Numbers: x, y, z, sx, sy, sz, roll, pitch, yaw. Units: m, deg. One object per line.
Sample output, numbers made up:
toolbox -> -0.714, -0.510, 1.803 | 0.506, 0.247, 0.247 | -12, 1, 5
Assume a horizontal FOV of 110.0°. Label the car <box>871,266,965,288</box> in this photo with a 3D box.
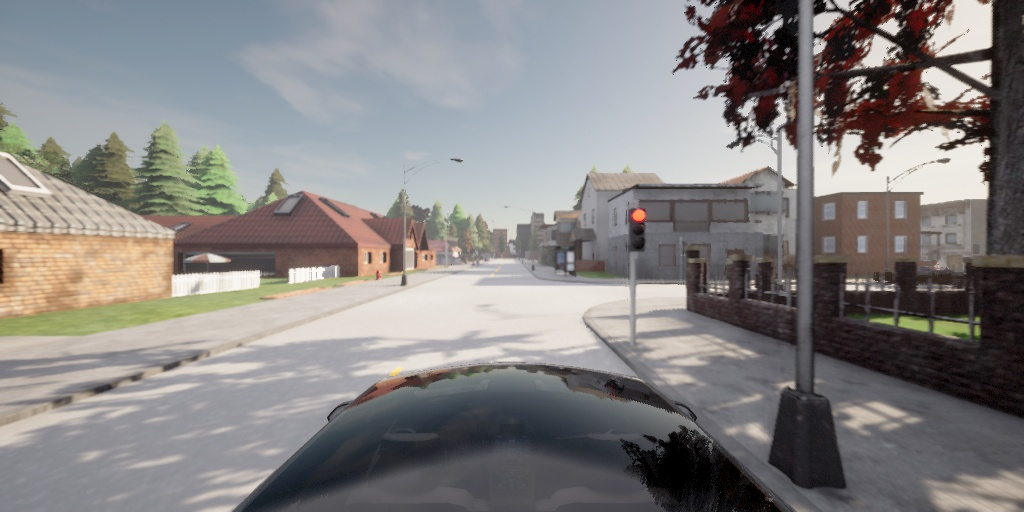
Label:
car -> 25.618, 1.271, 22.453 | 4.718, 1.301, 1.895 | 0, 0, 0
